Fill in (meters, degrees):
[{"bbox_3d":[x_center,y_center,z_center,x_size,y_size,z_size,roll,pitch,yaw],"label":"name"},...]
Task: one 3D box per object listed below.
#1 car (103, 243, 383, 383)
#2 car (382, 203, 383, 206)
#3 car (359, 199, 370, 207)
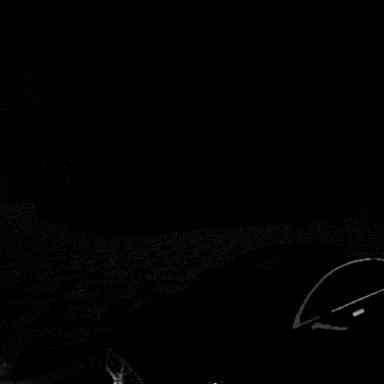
[{"bbox_3d":[1.331,1.513,4.328,4.892,1.490,1.837,1,0,-35],"label":"car"},{"bbox_3d":[32.630,1.904,52.939,1.802,1.307,4.206,2,-1,-36],"label":"car"},{"bbox_3d":[29.438,1.891,57.401,1.947,1.339,4.313,2,-1,-36],"label":"car"}]
